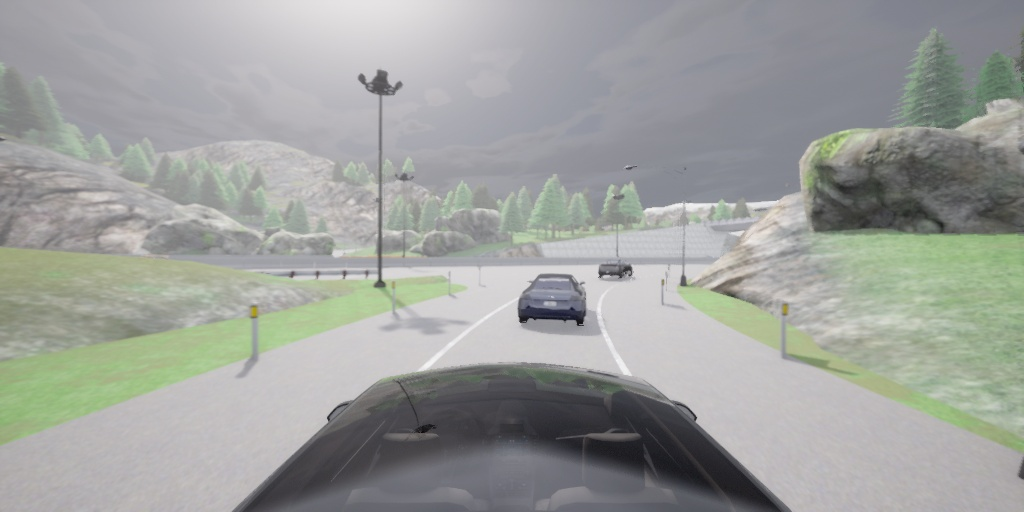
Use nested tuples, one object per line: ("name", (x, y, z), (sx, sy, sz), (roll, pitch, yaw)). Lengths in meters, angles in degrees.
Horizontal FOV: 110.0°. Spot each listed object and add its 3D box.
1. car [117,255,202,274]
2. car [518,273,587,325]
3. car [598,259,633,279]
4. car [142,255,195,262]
("car", (-30.769, 0.675, 31.553), (5.008, 1.535, 1.882), (0, 1, -25))
("car", (1.441, 1.260, 11.818), (1.994, 1.385, 4.181), (0, 1, 11))
("car", (8.499, 1.028, 29.238), (2.128, 1.511, 4.902), (1, 1, 31))
("car", (-28.903, 0.796, 28.563), (5.357, 1.411, 2.033), (0, 1, -25))
